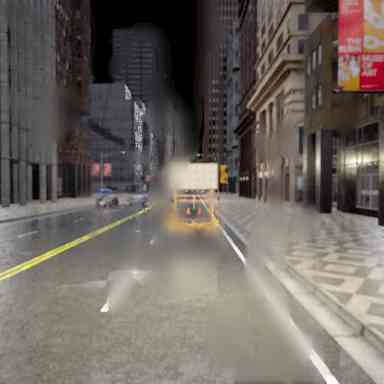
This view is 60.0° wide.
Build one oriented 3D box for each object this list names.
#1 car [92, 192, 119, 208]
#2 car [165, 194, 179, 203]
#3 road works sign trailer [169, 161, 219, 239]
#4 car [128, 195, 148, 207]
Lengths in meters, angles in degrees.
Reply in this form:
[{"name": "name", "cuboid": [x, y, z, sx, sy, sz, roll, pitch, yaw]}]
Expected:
[{"name": "car", "cuboid": [-9.778, 1.059, 38.588, 2.128, 1.511, 4.902, 0, 1, 0]}, {"name": "car", "cuboid": [-3.065, 0.959, 52.154, 1.994, 1.385, 4.181, 0, 0, 0]}, {"name": "road works sign trailer", "cuboid": [0.092, 0.298, 16.333, 2.380, 3.560, 2.880, 0, 1, 0]}, {"name": "car", "cuboid": [-6.516, 1.064, 40.898, 1.812, 1.442, 4.674, 0, 1, 0]}]
